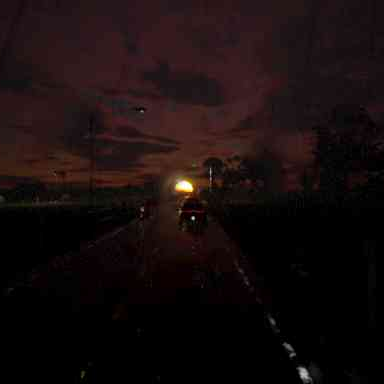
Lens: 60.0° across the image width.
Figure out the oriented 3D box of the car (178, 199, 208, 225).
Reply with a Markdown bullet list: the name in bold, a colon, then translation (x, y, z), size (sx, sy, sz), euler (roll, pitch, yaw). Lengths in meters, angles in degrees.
- **car**: translation (0.074, 1.430, 23.503), size (1.837, 1.490, 4.892), euler (0, 0, 0)

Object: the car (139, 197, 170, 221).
- **car**: translation (-2.878, 1.273, 26.383), size (2.097, 1.767, 4.553), euler (0, 0, 0)

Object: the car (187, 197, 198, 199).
- **car**: translation (0.044, 1.399, 40.745), size (1.837, 1.490, 4.892), euler (0, 0, 0)
